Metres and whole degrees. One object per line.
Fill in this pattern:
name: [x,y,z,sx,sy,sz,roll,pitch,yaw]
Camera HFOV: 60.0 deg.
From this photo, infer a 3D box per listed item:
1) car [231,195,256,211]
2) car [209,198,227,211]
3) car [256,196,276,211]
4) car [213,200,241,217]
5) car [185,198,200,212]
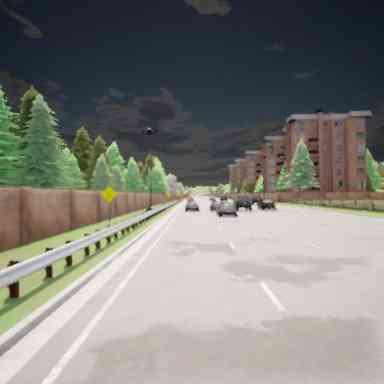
car: [7.021,1.570,46.827,2.150,2.045,5.566,-1,0,0]
car: [3.534,1.947,47.107,1.994,1.385,4.181,-1,0,0]
car: [10.531,1.796,47.385,1.882,1.535,5.008,-1,0,0]
car: [3.628,1.844,35.495,1.994,1.385,4.181,-1,0,0]
car: [0.034,1.972,46.211,1.994,1.385,4.181,-1,0,0]
